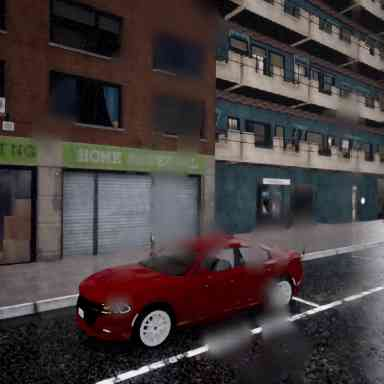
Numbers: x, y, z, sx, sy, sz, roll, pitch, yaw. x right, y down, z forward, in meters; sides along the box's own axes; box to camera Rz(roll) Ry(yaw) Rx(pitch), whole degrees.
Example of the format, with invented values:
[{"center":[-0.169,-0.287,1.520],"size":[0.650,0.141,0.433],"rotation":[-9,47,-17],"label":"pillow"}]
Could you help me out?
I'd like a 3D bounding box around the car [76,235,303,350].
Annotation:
[{"center":[0.190,1.545,6.224],"size":[4.507,1.381,1.887],"rotation":[0,1,-35],"label":"car"}]
